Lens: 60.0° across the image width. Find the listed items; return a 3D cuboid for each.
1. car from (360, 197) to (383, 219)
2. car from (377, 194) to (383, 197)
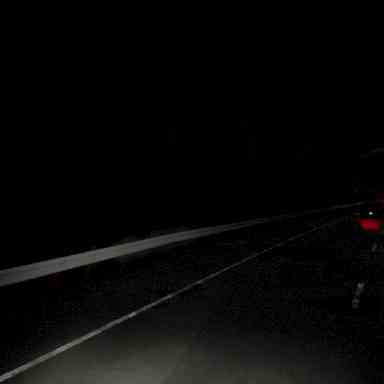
[{"bbox_3d":[16.200,1.505,29.493,1.837,1.490,4.892,0,0,35],"label":"car"},{"bbox_3d":[22.296,1.221,38.001,2.150,2.045,5.566,0,0,36],"label":"car"}]
